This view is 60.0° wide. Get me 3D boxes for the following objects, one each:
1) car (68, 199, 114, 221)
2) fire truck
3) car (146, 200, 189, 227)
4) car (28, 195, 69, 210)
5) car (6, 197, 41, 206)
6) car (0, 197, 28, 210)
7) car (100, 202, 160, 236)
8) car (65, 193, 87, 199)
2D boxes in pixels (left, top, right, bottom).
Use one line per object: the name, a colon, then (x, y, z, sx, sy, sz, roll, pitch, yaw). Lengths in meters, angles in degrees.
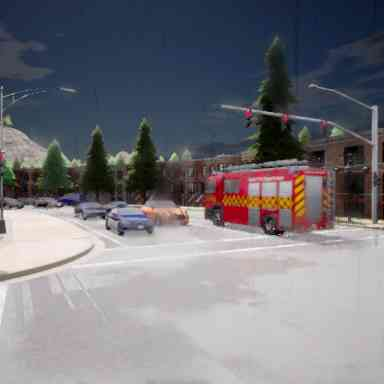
car: (-8.542, 1.547, 27.822, 2.033, 1.411, 5.357, 0, 0, -31)
fire truck: (4.002, 0.342, 19.657, 2.891, 3.827, 8.468, 0, 0, -28)
car: (-1.998, 1.352, 23.135, 2.097, 1.767, 4.553, 0, 0, -29)
car: (-18.875, 1.493, 43.682, 4.902, 1.511, 2.128, 0, 0, 34)
car: (-28.415, 1.547, 56.159, 5.357, 1.411, 2.033, 0, 0, 15)
car: (-23.425, 1.506, 42.483, 4.892, 1.490, 1.837, 0, 0, 30)
car: (-3.661, 1.526, 18.917, 1.812, 1.442, 4.674, 0, 0, -27)
car: (-18.855, 1.221, 51.988, 5.566, 2.045, 2.150, 0, 0, 29)
